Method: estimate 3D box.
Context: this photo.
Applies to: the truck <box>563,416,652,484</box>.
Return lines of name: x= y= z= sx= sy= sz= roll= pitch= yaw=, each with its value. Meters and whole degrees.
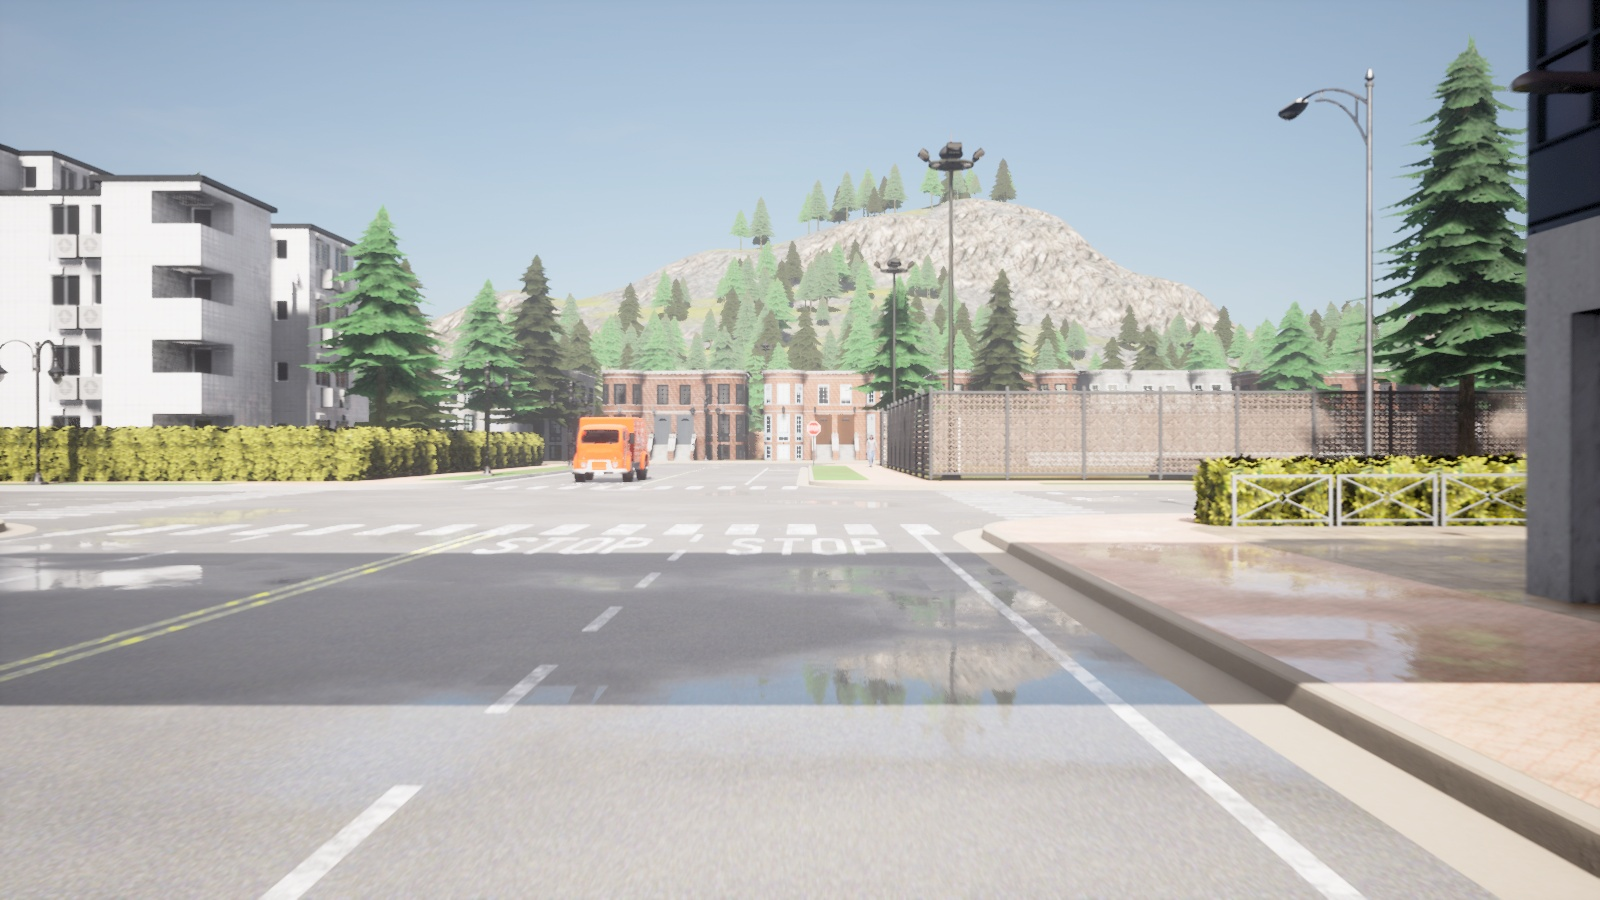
truck: x=-7.365 y=-0.048 z=48.659 sx=2.627 sy=2.467 sz=5.204 roll=0 pitch=1 yaw=0

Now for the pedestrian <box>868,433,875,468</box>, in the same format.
pedestrian: x=3.836 y=0.019 z=67.323 sx=0.354 sy=1.836 sz=0.706 roll=0 pitch=0 yaw=0
